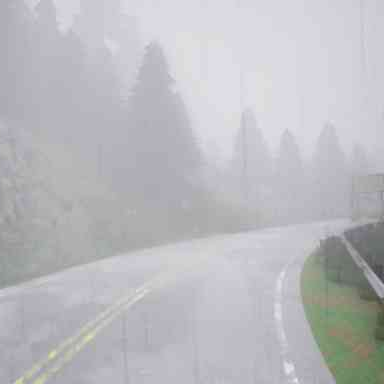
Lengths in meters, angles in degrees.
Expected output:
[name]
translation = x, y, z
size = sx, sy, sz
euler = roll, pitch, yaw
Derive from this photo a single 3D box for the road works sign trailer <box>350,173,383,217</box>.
[road works sign trailer]
translation = 13.695, 0.460, 25.495
size = 2.880, 3.560, 2.380
euler = -1, -4, -38
